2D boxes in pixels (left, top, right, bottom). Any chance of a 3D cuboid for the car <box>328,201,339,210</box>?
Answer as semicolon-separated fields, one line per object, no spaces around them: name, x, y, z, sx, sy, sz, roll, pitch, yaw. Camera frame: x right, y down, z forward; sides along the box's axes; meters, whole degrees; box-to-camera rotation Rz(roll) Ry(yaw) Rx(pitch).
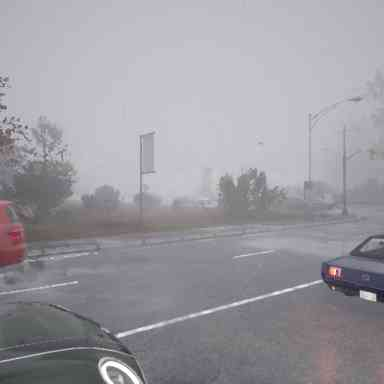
car;14.046;1.303;38.569;2.033;1.411;5.357;-1;0;-39

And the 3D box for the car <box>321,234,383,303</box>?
car;4.989;1.573;7.289;4.718;1.301;1.895;0;0;-35

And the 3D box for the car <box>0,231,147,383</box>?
car;-2.483;1.352;1.952;4.553;1.767;2.097;0;0;-36

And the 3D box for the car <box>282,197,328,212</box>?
car;11.627;1.292;35.985;1.837;1.490;4.892;-1;0;-39

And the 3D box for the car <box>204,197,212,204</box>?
car;1.280;1.291;54.544;1.812;1.442;4.674;-1;0;-38

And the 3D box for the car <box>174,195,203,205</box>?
car;-0.969;1.287;51.752;2.128;1.511;4.902;-1;0;-38

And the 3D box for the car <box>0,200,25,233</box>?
car;-6.897;1.222;7.672;5.566;2.045;2.150;0;0;-35

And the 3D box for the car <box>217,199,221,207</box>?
car;5.385;1.142;43.792;2.097;1.767;4.553;-1;0;-39

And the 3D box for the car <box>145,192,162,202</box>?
car;-7.564;1.021;60.079;2.150;2.045;5.566;-1;0;-38
